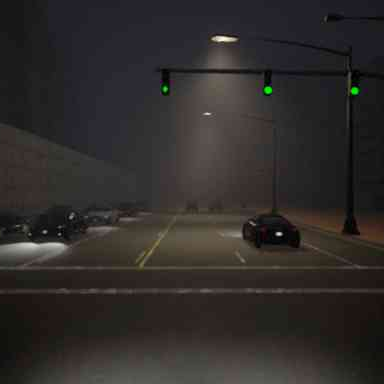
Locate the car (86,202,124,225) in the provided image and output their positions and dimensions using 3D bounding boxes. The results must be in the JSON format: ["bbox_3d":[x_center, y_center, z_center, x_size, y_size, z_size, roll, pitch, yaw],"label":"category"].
[{"bbox_3d":[-7.082,1.809,26.773,1.812,1.442,4.674,0,-1,0],"label":"car"}]

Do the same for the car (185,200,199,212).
[{"bbox_3d":[-0.006,2.030,47.811,1.812,1.442,4.674,0,-1,0],"label":"car"}]

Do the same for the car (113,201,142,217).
[{"bbox_3d":[-7.071,1.885,36.019,1.837,1.490,4.892,0,-1,1],"label":"car"}]

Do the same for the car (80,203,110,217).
[{"bbox_3d":[-10.566,1.950,36.613,1.994,1.385,4.181,0,-1,0],"label":"car"}]

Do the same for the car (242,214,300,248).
[{"bbox_3d":[3.597,1.731,15.745,1.994,1.385,4.181,0,-1,0],"label":"car"}]

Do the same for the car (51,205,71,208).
[{"bbox_3d":[-10.584,1.808,26.714,1.812,1.442,4.674,0,-1,0],"label":"car"}]

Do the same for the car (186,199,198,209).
[{"bbox_3d":[-0.008,2.086,57.812,1.882,1.535,5.008,0,-1,0],"label":"car"}]

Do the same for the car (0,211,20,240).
[{"bbox_3d":[-10.595,1.754,17.960,1.994,1.385,4.181,0,-1,0],"label":"car"}]

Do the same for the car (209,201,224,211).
[{"bbox_3d":[3.504,2.038,48.657,1.812,1.442,4.674,0,-1,0],"label":"car"}]

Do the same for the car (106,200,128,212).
[{"bbox_3d":[-10.506,1.973,47.028,1.882,1.535,5.008,0,-1,0],"label":"car"}]

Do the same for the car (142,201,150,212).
[{"bbox_3d":[-7.006,1.992,46.195,1.837,1.490,4.892,0,-1,0],"label":"car"}]

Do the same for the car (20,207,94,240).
[{"bbox_3d":[-7.094,1.755,18.016,1.994,1.385,4.181,0,-1,0],"label":"car"}]
